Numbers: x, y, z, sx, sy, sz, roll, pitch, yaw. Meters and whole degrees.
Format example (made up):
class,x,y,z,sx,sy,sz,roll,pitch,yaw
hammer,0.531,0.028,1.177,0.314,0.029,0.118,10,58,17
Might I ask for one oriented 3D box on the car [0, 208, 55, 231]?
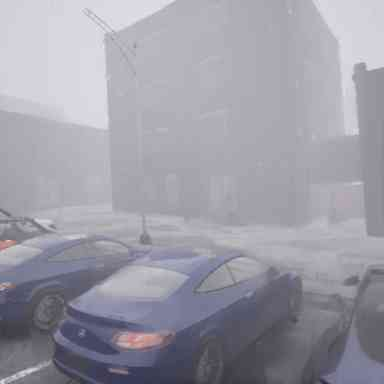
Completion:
class,x,y,z,sx,sy,sz,roll,pitch,yaw
car,-4.688,1.405,8.632,2.185,1.767,4.553,0,0,36

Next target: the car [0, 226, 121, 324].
class,x,y,z,sx,sy,sz,roll,pitch,yaw
car,-2.279,1.554,6.947,2.002,1.452,4.674,0,0,36

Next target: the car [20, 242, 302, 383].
class,x,y,z,sx,sy,sz,roll,pitch,yaw
car,0.213,1.536,5.167,2.002,1.452,4.674,0,0,36
